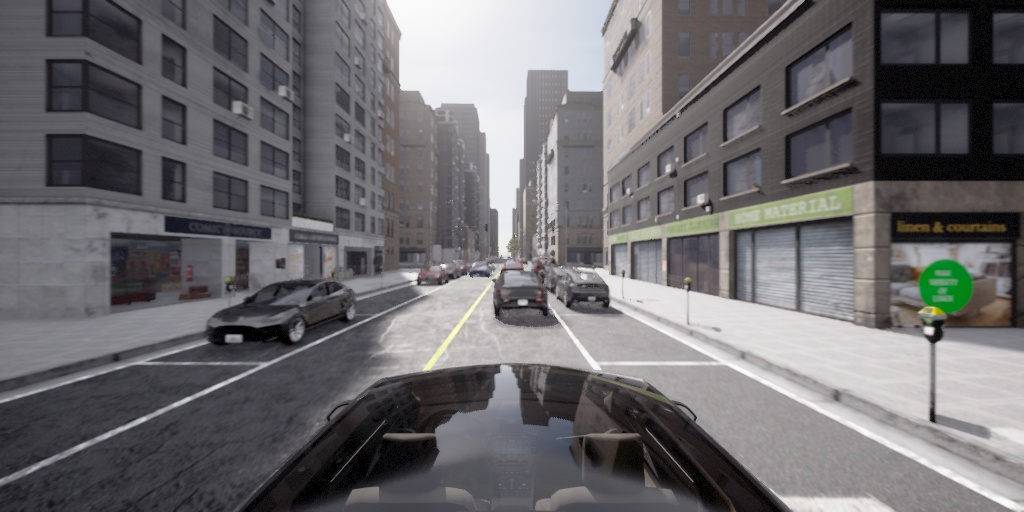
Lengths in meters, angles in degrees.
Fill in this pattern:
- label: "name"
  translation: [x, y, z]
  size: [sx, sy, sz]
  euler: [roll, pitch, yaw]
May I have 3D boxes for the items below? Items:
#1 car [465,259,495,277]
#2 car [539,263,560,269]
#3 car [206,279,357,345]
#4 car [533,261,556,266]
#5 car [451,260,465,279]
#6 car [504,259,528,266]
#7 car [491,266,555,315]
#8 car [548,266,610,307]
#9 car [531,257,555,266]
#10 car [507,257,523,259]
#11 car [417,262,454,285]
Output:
- label: "car"
  translation: [-3.076, 1.270, 35.257]
  size: [2.033, 1.411, 5.357]
  euler: [0, 0, 0]
- label: "car"
  translation: [2.858, 1.285, 20.546]
  size: [2.007, 1.370, 4.403]
  euler: [0, 0, 0]
- label: "car"
  translation: [-5.668, 1.309, 9.486]
  size: [1.948, 1.339, 4.313]
  euler: [0, 0, 0]
- label: "car"
  translation: [2.858, 1.296, 26.069]
  size: [1.948, 1.339, 4.313]
  euler: [0, 0, 0]
- label: "car"
  translation: [-5.668, 1.291, 31.587]
  size: [1.948, 1.339, 4.313]
  euler: [0, 0, 0]
- label: "car"
  translation: [0.098, 1.206, 28.375]
  size: [1.882, 1.535, 5.008]
  euler: [0, 0, 0]
- label: "car"
  translation: [0.232, 1.266, 13.376]
  size: [1.812, 1.442, 4.674]
  euler: [0, 0, -3]
- label: "car"
  translation: [2.858, 1.290, 15.022]
  size: [2.007, 1.370, 4.403]
  euler: [0, 0, 0]
- label: "car"
  translation: [2.858, 1.040, 31.593]
  size: [2.192, 1.841, 5.009]
  euler: [0, 0, 0]
- label: "car"
  translation: [0.063, 1.223, 41.300]
  size: [1.837, 1.490, 4.892]
  euler: [0, 0, 2]
- label: "car"
  translation: [-5.668, 1.312, 26.062]
  size: [1.802, 1.307, 4.207]
  euler: [0, 0, 0]
